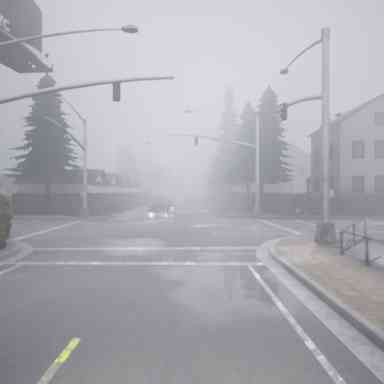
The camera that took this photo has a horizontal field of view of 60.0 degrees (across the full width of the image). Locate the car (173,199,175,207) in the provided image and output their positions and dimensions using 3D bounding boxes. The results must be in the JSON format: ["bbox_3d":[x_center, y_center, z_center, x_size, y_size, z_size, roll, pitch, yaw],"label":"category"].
[{"bbox_3d":[-3.648,1.490,50.017,1.812,1.442,4.674,0,0,0],"label":"car"}]

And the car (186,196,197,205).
[{"bbox_3d":[-0.086,1.449,59.496,2.128,1.511,4.902,0,0,0],"label":"car"}]

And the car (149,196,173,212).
[{"bbox_3d":[-3.645,1.325,38.282,2.097,1.767,4.553,0,0,0],"label":"car"}]
